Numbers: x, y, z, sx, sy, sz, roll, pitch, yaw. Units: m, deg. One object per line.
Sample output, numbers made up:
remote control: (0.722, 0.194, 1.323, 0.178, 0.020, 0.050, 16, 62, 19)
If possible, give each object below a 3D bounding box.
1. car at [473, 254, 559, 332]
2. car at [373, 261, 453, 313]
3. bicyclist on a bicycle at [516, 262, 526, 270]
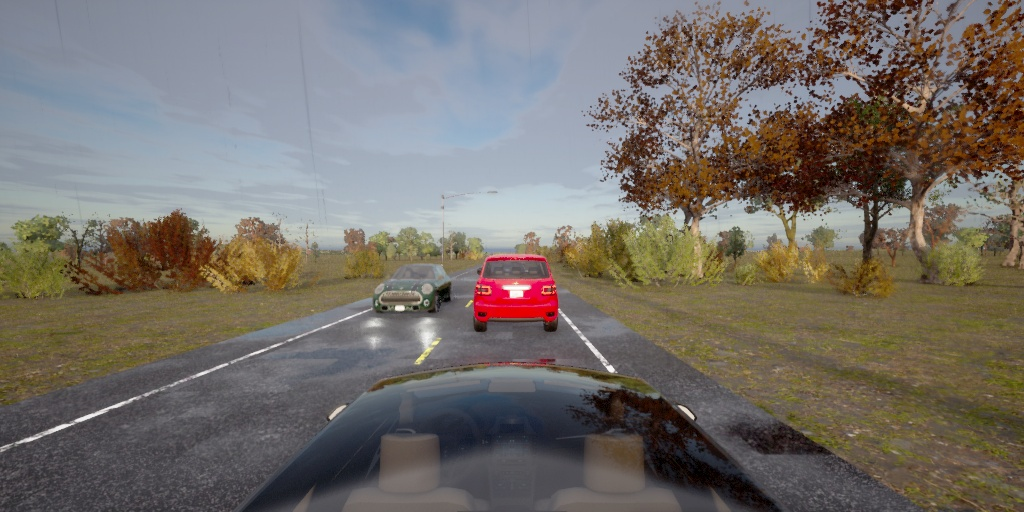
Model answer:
car: (0.078, 0.968, 10.990, 2.150, 2.045, 5.566, 0, 0, -1)
car: (-3.628, 1.098, 13.833, 2.097, 1.767, 4.553, 0, 0, 0)
bicyclist on a bicycle: (0.859, 1.110, 30.169, 0.659, 1.776, 1.843, 0, 0, 0)
